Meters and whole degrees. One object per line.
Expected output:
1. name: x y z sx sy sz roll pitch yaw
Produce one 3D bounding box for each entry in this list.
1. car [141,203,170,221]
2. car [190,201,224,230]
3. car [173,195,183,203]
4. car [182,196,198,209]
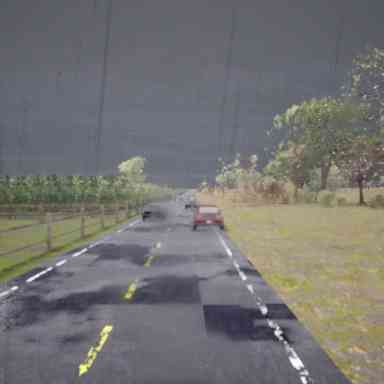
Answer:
1. car: -2.852 1.566 26.643 1.895 1.301 4.718 0 0 0
2. car: 0.960 1.502 20.842 1.812 1.442 4.674 0 0 0
3. car: -2.759 1.397 68.053 2.033 1.411 5.357 0 0 0
4. car: 0.049 1.530 44.710 1.895 1.301 4.718 0 0 1
